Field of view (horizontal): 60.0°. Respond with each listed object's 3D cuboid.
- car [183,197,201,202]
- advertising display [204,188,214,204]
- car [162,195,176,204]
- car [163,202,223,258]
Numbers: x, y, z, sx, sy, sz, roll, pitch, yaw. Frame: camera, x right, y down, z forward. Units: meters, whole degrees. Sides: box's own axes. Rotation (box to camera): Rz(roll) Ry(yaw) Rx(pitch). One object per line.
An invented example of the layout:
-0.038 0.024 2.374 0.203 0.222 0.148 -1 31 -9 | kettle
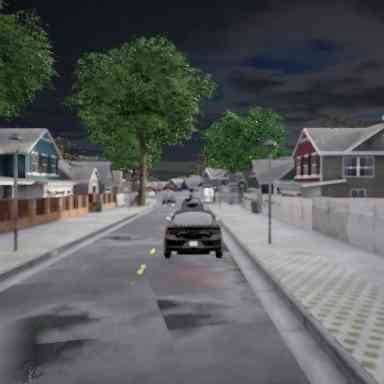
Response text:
0.014 1.223 28.040 1.837 1.490 4.892 0 1 0 | car
2.543 0.567 49.993 1.540 2.440 0.280 1 1 -4 | advertising display
-3.478 1.109 50.704 1.994 1.385 4.181 0 0 -4 | car
0.041 1.344 12.234 1.882 1.535 5.008 0 1 0 | car
